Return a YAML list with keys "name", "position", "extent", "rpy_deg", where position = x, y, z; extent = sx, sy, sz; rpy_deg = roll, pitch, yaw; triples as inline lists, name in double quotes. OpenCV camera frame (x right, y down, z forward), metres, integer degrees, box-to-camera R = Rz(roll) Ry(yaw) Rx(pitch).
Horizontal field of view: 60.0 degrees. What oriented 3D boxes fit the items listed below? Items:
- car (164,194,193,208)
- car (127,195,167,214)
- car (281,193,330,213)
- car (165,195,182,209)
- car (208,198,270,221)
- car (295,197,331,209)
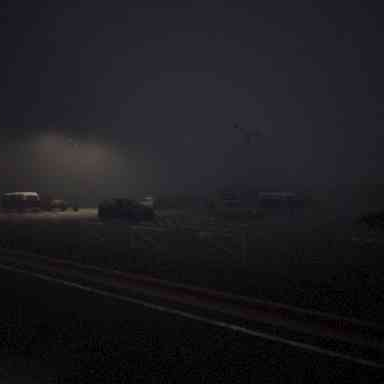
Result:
- name: "car"
  position: [-2.113, 1.164, 43.561]
  extent: [4.605, 1.855, 1.932]
  rpy_deg: [0, 0, 36]
- name: "car"
  position: [-5.324, 1.406, 38.999]
  extent: [3.806, 1.475, 1.970]
  rpy_deg: [0, 0, 36]
- name: "car"
  position: [13.361, 1.159, 39.293]
  extent: [4.605, 1.855, 1.932]
  rpy_deg: [0, 0, 36]
- name: "car"
  position: [-3.636, 1.375, 41.351]
  extent: [3.905, 1.438, 1.784]
  rpy_deg: [0, 0, 36]
- name: "car"
  position: [3.585, 1.401, 25.510]
  extent: [3.806, 1.475, 1.970]
  rpy_deg: [0, 0, 36]
- name: "car"
  position: [15.102, 1.370, 41.609]
  extent: [3.905, 1.438, 1.784]
  rpy_deg: [0, 0, 36]
